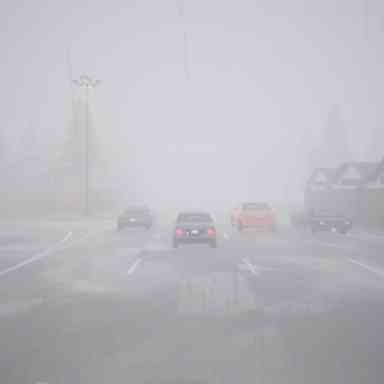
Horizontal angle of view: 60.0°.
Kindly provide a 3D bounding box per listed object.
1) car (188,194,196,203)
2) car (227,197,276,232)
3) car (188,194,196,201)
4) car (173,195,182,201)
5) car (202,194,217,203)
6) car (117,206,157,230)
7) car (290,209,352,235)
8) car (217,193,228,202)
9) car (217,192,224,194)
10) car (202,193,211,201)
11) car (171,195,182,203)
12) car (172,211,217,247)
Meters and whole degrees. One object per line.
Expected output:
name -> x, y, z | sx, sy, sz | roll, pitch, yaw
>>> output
car -> 0.009, 1.511, 70.588 | 2.033, 1.411, 5.357 | 0, 0, 0
car -> 3.603, 1.347, 20.192 | 2.097, 1.767, 4.553 | 0, 0, 0
car -> 0.010, 1.306, 81.007 | 1.882, 1.535, 5.008 | 0, 0, 0
car -> -3.490, 1.352, 81.008 | 1.812, 1.442, 4.674 | 0, 0, 0
car -> 3.509, 1.327, 70.973 | 2.097, 1.767, 4.553 | 0, 0, 0
car -> -3.398, 1.559, 21.110 | 1.994, 1.385, 4.181 | 0, 0, 0
car -> 7.102, 1.596, 18.884 | 1.895, 1.301, 4.718 | 0, 0, 0
car -> 7.009, 1.533, 72.064 | 1.994, 1.385, 4.181 | 0, 0, 0
car -> 7.010, 1.120, 81.867 | 2.150, 2.045, 5.566 | 0, 0, 0
car -> 3.510, 1.183, 80.977 | 2.097, 1.767, 4.553 | 0, 0, 0
car -> -3.491, 1.511, 70.589 | 2.033, 1.411, 5.357 | 0, 0, 0
car -> 0.101, 1.544, 15.007 | 2.033, 1.411, 5.357 | 0, 0, 0
